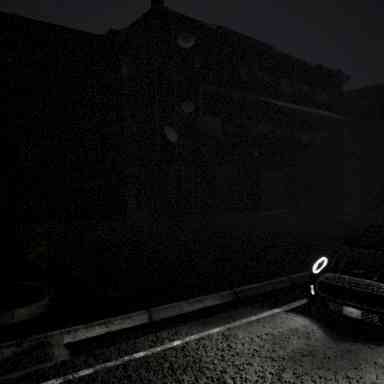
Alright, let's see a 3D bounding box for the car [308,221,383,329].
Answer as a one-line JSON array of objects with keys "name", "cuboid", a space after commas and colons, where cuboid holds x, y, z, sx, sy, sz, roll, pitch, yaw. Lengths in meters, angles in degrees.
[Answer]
[{"name": "car", "cuboid": [4.374, 1.389, 6.794, 4.553, 1.767, 2.097, 1, -1, -38]}]
